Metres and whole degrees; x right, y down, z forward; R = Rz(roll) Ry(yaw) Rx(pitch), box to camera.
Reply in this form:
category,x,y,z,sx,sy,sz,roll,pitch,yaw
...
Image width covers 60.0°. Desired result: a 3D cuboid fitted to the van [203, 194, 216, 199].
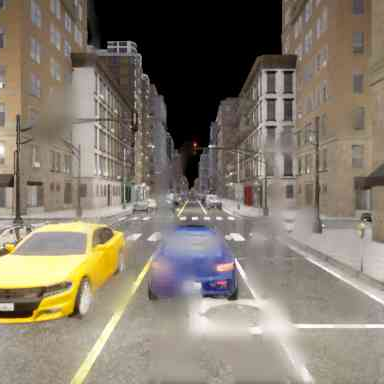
category,x,y,z,sx,sy,sz,roll,pitch,yaw
van,2.773,1.335,46.441,1.690,1.788,3.998,0,0,0

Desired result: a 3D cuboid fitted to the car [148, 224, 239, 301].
category,x,y,z,sx,sy,sz,roll,pitch,yaw
car,0.042,1.525,8.212,1.812,1.442,4.674,0,0,1

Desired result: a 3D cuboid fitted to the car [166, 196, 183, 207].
category,x,y,z,sx,sy,sz,roll,pitch,yaw
car,-2.711,1.594,48.395,1.895,1.301,4.718,0,0,0

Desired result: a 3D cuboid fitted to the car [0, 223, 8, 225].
category,x,y,z,sx,sy,sz,roll,pitch,yaw
car,-5.362,1.550,8.775,2.008,1.369,4.403,0,0,0

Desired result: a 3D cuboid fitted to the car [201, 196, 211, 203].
category,x,y,z,sx,sy,sz,roll,pitch,yaw
car,2.839,1.557,68.066,1.947,1.339,4.313,0,0,0

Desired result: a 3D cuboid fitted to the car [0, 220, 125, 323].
category,x,y,z,sx,sy,sz,roll,pitch,yaw
car,-2.827,1.477,7.560,1.882,1.535,5.008,0,0,0

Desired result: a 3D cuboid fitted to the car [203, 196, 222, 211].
category,x,y,z,sx,sy,sz,roll,pitch,yaw
car,2.756,1.545,41.035,2.008,1.369,4.403,0,0,0

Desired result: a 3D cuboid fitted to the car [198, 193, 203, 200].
category,x,y,z,sx,sy,sz,roll,pitch,yaw
car,2.823,1.306,62.660,2.192,1.841,5.009,0,0,0

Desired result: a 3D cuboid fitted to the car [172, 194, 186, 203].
category,x,y,z,sx,sy,sz,roll,pitch,yaw
car,-2.571,1.555,67.717,1.994,1.385,4.181,0,0,1

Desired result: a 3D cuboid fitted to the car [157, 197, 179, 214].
category,x,y,z,sx,sy,sz,roll,pitch,yaw
car,-2.758,1.559,35.979,1.994,1.385,4.181,0,0,1

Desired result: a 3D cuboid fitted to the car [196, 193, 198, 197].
category,x,y,z,sx,sy,sz,roll,pitch,yaw
car,2.922,1.532,95.098,1.887,1.381,4.507,0,0,0

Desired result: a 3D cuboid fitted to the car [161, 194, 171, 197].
category,x,y,z,sx,sy,sz,roll,pitch,yaw
car,-5.248,1.432,57.276,1.967,1.590,4.097,0,0,0

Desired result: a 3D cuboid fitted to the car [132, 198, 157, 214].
category,x,y,z,sx,sy,sz,roll,pitch,yaw
car,-5.288,1.546,35.651,2.008,1.369,4.403,0,0,0

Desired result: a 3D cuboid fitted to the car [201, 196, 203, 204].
category,x,y,z,sx,sy,sz,roll,pitch,yaw
car,2.789,1.575,51.848,1.802,1.307,4.206,0,0,0

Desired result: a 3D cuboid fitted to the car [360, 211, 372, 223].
category,x,y,z,sx,sy,sz,roll,pitch,yaw
car,15.136,1.636,23.956,5.357,1.411,2.033,0,0,0

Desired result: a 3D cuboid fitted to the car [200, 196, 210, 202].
category,x,y,z,sx,sy,sz,roll,pitch,yaw
car,2.856,1.541,73.473,2.008,1.369,4.403,0,0,0

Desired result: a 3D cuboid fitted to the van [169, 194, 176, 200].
category,x,y,z,sx,sy,sz,roll,pitch,yaw
van,-5.186,1.329,89.713,1.690,1.788,3.998,0,0,0
